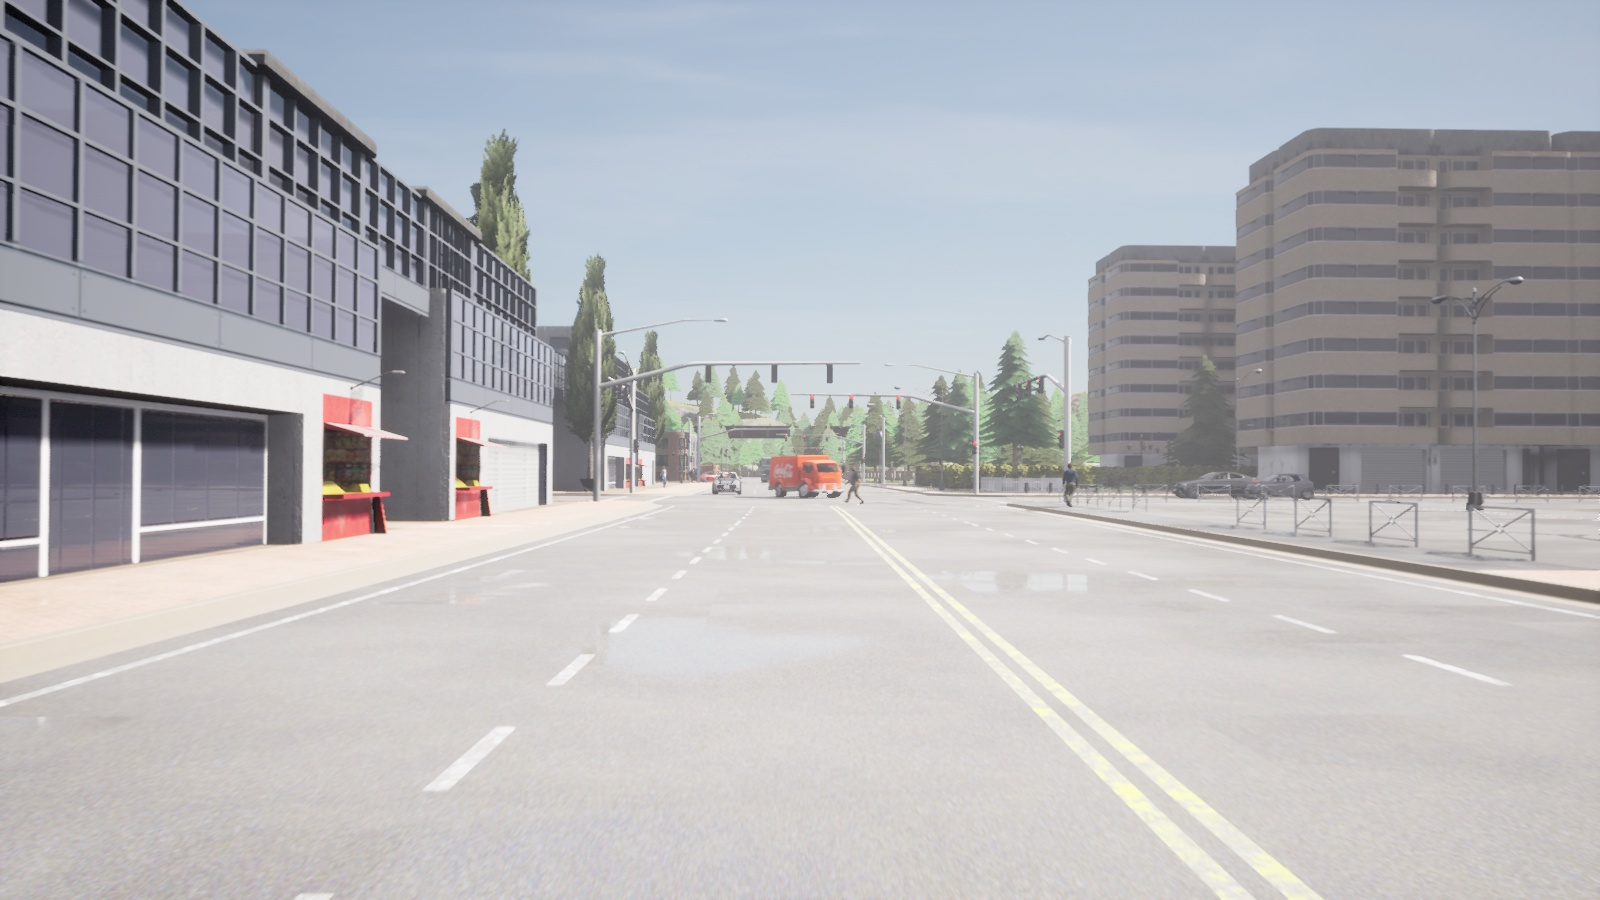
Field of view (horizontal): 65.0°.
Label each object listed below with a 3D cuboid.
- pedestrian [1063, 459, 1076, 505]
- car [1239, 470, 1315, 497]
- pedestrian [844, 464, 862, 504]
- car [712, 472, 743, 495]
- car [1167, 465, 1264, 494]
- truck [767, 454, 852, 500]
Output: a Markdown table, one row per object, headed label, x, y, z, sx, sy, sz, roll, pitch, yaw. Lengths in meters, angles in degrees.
| label | x | y | z | sx | sy | sz | roll | pitch | yaw |
| --- | --- | --- | --- | --- | --- | --- | --- | --- | --- |
| pedestrian | 10.796 | 1.273 | 50.330 | 0.370 | 1.835 | 0.726 | 0 | -1 | 1 |
| car | 27.120 | 1.916 | 71.457 | 3.633 | 1.501 | 1.845 | 0 | -1 | -2 |
| pedestrian | 2.430 | 1.547 | 57.529 | 0.694 | 1.848 | 0.540 | 0 | -1 | -8 |
| car | -4.744 | 2.180 | 82.506 | 1.970 | 1.475 | 3.806 | 0 | -1 | -2 |
| car | 24.743 | 1.748 | 74.887 | 5.027 | 1.651 | 2.152 | 0 | -1 | -2 |
| truck | 0.479 | 1.534 | 72.349 | 2.627 | 2.467 | 5.204 | -1 | 0 | -29 |
